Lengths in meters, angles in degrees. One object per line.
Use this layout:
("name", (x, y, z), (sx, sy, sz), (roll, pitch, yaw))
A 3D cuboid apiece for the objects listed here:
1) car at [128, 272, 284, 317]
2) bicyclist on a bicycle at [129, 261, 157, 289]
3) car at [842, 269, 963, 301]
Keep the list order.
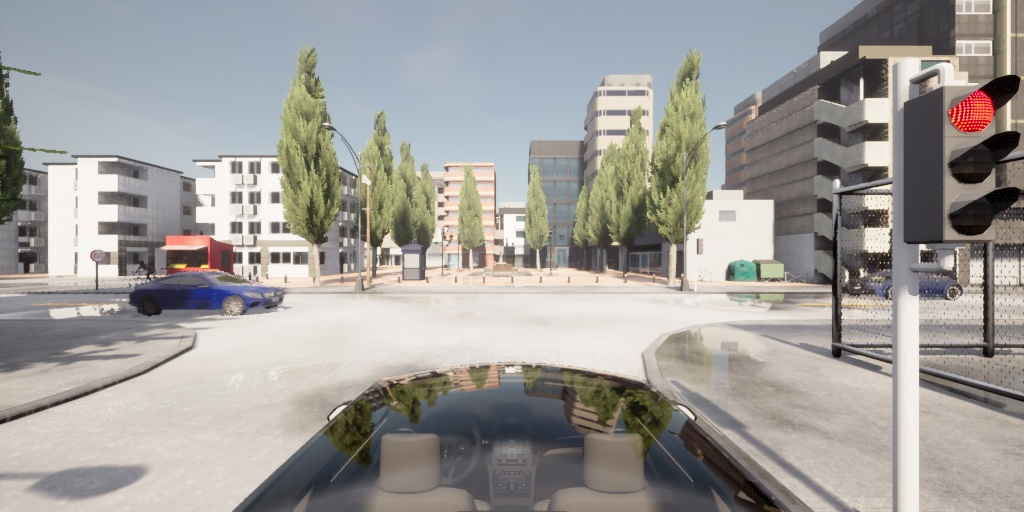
("car", (-10.661, 1.276, 12.639), (4.674, 1.442, 1.812), (0, 0, 0))
("bicyclist on a bicycle", (-21.561, 1.099, 21.015), (0.582, 1.620, 1.656), (0, 0, 0))
("car", (18.210, 1.314, 16.853), (4.181, 1.385, 1.994), (0, 0, 0))
